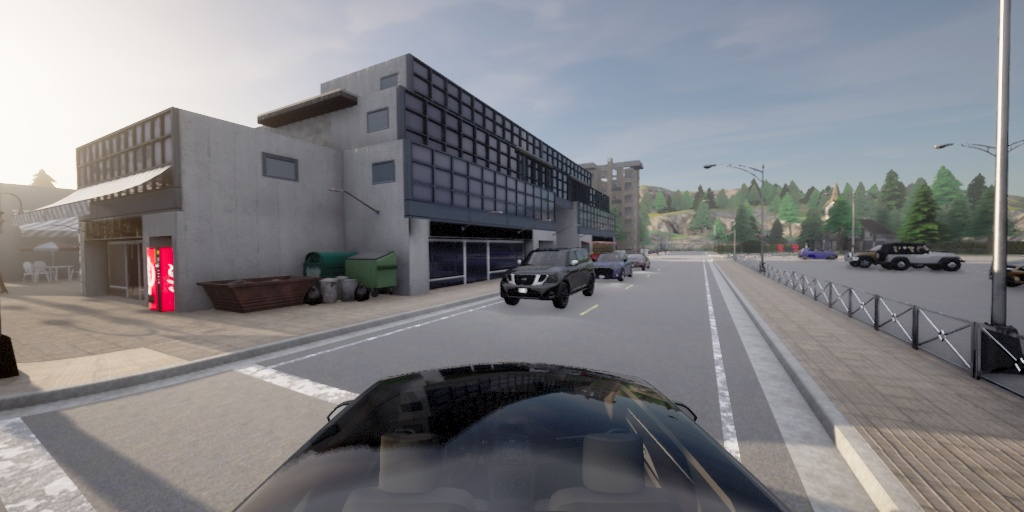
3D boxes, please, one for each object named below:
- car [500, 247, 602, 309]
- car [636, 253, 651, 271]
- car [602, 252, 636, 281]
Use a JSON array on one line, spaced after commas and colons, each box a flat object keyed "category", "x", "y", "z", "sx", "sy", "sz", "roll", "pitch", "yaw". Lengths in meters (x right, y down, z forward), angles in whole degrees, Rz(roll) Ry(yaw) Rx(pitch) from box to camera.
[{"category": "car", "x": 1.634, "y": 0.692, "z": 13.973, "sx": 2.150, "sy": 2.045, "sz": 5.566, "roll": 0, "pitch": 1, "yaw": 28}, {"category": "car", "x": 11.018, "y": 0.465, "z": 31.712, "sx": 1.812, "sy": 1.442, "sz": 4.674, "roll": 0, "pitch": 2, "yaw": 28}, {"category": "car", "x": 6.231, "y": 0.562, "z": 22.669, "sx": 2.097, "sy": 1.767, "sz": 4.553, "roll": 0, "pitch": 2, "yaw": 28}]
